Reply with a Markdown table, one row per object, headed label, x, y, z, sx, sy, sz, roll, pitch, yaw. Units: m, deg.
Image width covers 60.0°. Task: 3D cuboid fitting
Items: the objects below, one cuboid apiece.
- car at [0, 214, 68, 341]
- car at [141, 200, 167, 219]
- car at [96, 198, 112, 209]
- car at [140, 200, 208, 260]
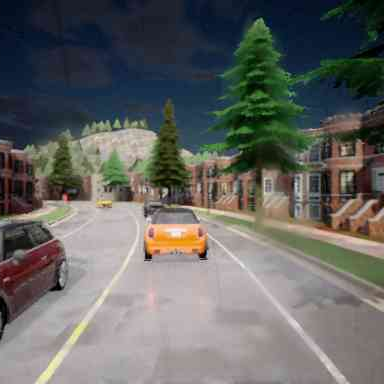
| label | x | y | z | sx | sy | sz | roll | pitch | yaw |
| --- | --- | --- | --- | --- | --- | --- | --- | --- | --- |
| car | -3.891 | 1.368 | 5.983 | 2.097 | 1.767 | 4.553 | 0 | 0 | -3 |
| car | -3.596 | 1.548 | 30.575 | 1.837 | 1.490 | 4.892 | 0 | 0 | -13 |
| car | -12.569 | 1.562 | 47.525 | 1.882 | 1.535 | 5.008 | 0 | 0 | -21 |
| car | -0.695 | 1.367 | 12.693 | 2.097 | 1.767 | 4.553 | 0 | 0 | -5 |
